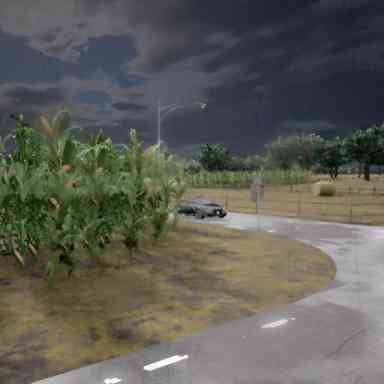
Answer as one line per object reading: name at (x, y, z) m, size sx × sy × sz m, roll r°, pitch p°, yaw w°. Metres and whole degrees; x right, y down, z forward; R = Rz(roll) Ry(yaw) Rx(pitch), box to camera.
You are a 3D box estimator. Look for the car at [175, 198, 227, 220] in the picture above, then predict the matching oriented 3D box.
car at (0.546, 1.133, 23.320) m, size 1.994 × 1.385 × 4.181 m, roll -1°, pitch 2°, yaw -35°
